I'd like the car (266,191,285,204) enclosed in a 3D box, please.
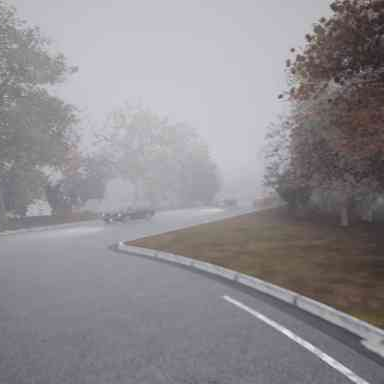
[{"bbox_3d":[14.749,0.961,58.532,2.150,2.045,5.566,-1,0,25],"label":"car"}]

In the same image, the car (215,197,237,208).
[{"bbox_3d":[4.728,1.415,45.747,2.128,1.511,4.902,-1,0,26],"label":"car"}]

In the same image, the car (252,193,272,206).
[{"bbox_3d":[10.343,1.298,49.126,1.882,1.535,5.008,-1,0,26],"label":"car"}]

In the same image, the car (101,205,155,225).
[{"bbox_3d":[-4.821,1.696,25.690,1.895,1.301,4.718,-1,0,25],"label":"car"}]
